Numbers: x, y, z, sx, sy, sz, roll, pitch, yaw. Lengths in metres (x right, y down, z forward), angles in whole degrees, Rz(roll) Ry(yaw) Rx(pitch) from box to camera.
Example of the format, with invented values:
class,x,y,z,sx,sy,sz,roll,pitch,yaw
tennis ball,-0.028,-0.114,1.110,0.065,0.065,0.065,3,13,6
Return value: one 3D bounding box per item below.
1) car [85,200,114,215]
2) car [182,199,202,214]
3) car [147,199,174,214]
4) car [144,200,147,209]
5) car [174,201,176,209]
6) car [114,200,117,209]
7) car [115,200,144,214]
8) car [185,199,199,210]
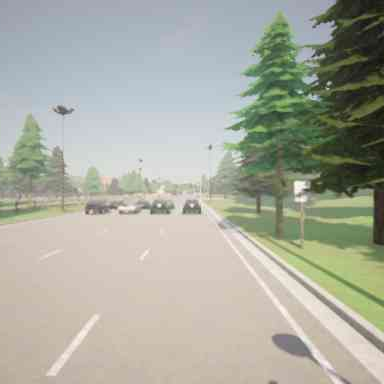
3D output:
class,x,y,z,sx,sy,sz,roll,pitch,yaw
car,-10.500,1.695,37.274,1.837,1.490,4.892,0,0,0
car,0.000,1.544,37.629,2.097,1.767,4.553,0,0,0
car,-3.500,1.545,37.662,2.097,1.767,4.553,0,0,0
car,-6.995,1.810,48.214,1.994,1.385,4.181,0,0,0
car,-3.493,1.773,48.488,1.812,1.442,4.674,0,0,0
car,-10.495,1.810,48.211,1.994,1.385,4.181,0,0,0
car,-7.000,1.794,37.721,1.895,1.301,4.718,0,0,0
car,0.007,1.812,48.519,1.994,1.385,4.181,0,0,0
